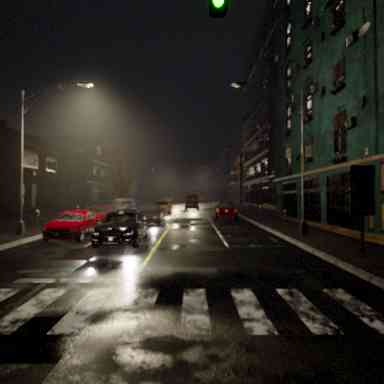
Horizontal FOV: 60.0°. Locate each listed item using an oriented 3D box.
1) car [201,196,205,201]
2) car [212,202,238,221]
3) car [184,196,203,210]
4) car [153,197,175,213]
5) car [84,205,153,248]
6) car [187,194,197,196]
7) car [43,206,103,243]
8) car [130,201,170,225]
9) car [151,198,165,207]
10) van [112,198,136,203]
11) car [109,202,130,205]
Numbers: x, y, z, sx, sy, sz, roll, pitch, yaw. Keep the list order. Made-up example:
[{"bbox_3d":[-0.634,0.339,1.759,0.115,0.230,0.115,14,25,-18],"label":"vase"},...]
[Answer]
[{"bbox_3d":[2.667,1.774,90.612,1.752,1.417,4.829,1,0,0],"label":"car"},{"bbox_3d":[2.694,1.515,27.888,1.967,1.590,4.097,1,0,0],"label":"car"},{"bbox_3d":[-0.018,1.666,44.127,2.033,1.411,5.357,0,0,0],"label":"car"},{"bbox_3d":[-3.105,1.572,35.111,1.882,1.535,5.008,0,0,0],"label":"car"},{"bbox_3d":[-3.101,1.545,15.064,1.837,1.490,4.892,0,0,0],"label":"car"},{"bbox_3d":[-0.022,1.369,54.584,2.150,2.045,5.566,0,0,0],"label":"car"},{"bbox_3d":[-5.760,1.589,16.455,1.887,1.381,4.507,1,0,0],"label":"car"},{"bbox_3d":[-3.098,1.614,24.941,2.033,1.411,5.357,0,0,0],"label":"car"},{"bbox_3d":[-5.700,1.734,56.257,1.802,1.307,4.206,1,0,0],"label":"car"},{"bbox_3d":[-5.684,1.416,27.825,1.690,1.788,3.998,1,0,0],"label":"van"},{"bbox_3d":[-5.686,1.604,22.137,1.887,1.381,4.507,1,0,0],"label":"car"}]
